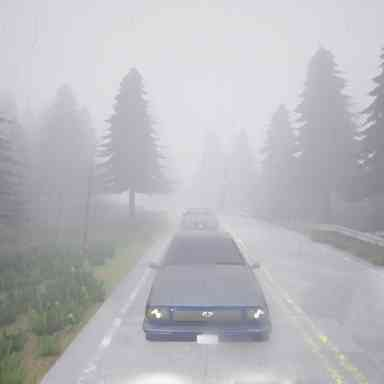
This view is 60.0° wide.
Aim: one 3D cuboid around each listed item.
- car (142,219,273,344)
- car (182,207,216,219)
[{"bbox_3d":[0.243,1.557,7.050,2.033,1.411,5.357,0,0,1],"label":"car"},{"bbox_3d":[0.385,1.584,19.135,1.994,1.385,4.181,0,0,-2],"label":"car"}]
